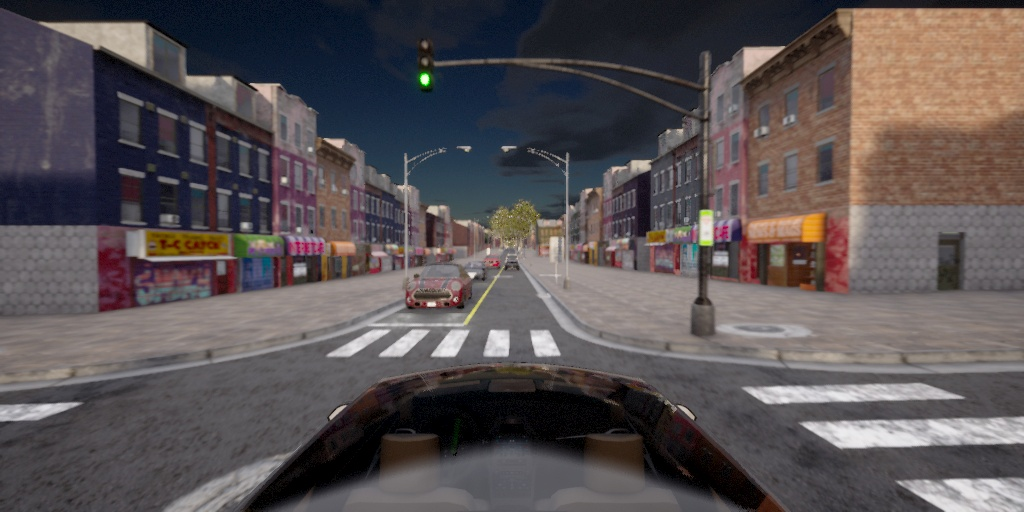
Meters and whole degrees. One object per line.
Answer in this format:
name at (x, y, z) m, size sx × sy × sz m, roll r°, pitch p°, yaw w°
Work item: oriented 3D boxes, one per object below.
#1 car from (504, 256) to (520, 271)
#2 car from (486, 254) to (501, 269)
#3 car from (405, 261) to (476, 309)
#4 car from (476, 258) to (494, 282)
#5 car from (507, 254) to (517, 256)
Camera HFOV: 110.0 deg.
car at (0.012, 1.078, 45.549) m, size 1.837 × 1.490 × 4.892 m, roll 0°, pitch 0°, yaw 0°
car at (-2.741, 0.765, 50.089) m, size 2.150 × 2.045 × 5.566 m, roll 0°, pitch 0°, yaw 0°
car at (-2.812, 1.079, 14.631) m, size 2.097 × 1.767 × 4.553 m, roll 0°, pitch 0°, yaw -1°
car at (-2.839, 1.164, 27.859) m, size 2.128 × 1.511 × 4.902 m, roll 0°, pitch 0°, yaw 0°
car at (0.015, 0.734, 55.998) m, size 2.150 × 2.045 × 5.566 m, roll 0°, pitch 0°, yaw 0°
